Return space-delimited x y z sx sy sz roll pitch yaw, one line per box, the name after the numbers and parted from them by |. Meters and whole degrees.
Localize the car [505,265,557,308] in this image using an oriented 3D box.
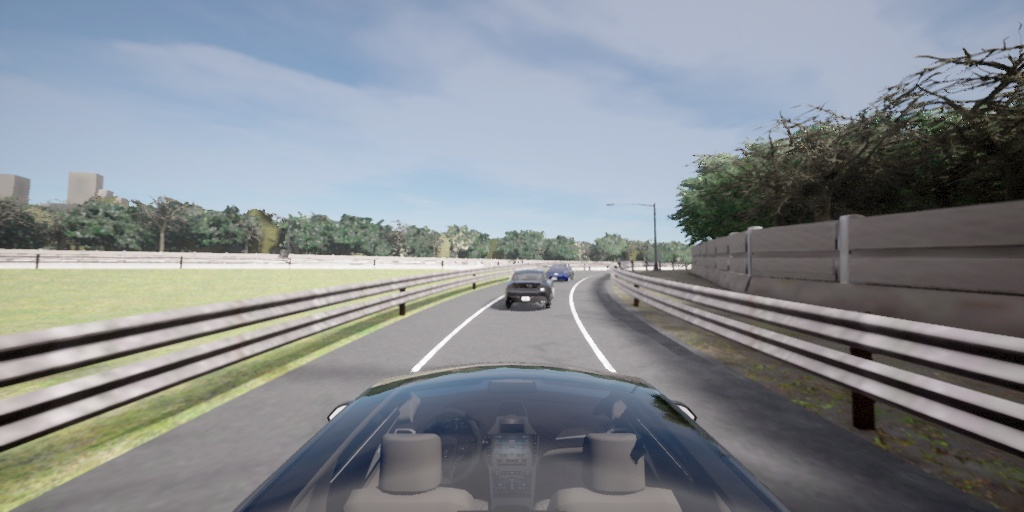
0.869 1.346 15.838 1.837 1.490 4.892 0 0 8 | car

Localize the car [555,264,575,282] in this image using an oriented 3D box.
4.100 1.396 30.224 1.994 1.385 4.181 -1 0 18 | car
